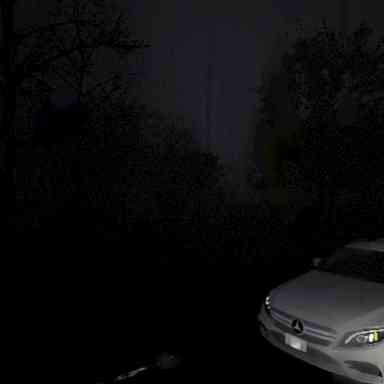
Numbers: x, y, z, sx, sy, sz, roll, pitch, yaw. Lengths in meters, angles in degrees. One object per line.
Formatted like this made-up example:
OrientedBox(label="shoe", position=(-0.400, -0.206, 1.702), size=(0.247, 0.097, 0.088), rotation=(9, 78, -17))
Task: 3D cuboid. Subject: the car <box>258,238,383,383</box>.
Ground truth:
OrientedBox(label="car", position=(3.127, 1.525, 5.305), size=(4.674, 1.442, 1.812), rotation=(0, 0, -35))
